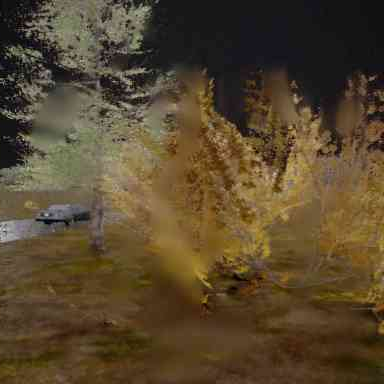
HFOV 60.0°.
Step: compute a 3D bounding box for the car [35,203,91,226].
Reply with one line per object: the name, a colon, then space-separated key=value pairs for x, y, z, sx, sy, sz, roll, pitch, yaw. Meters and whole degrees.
car: x=-8.377 y=1.467 z=22.903 sx=2.033 sy=1.411 sz=5.357 roll=0 pitch=0 yaw=13
